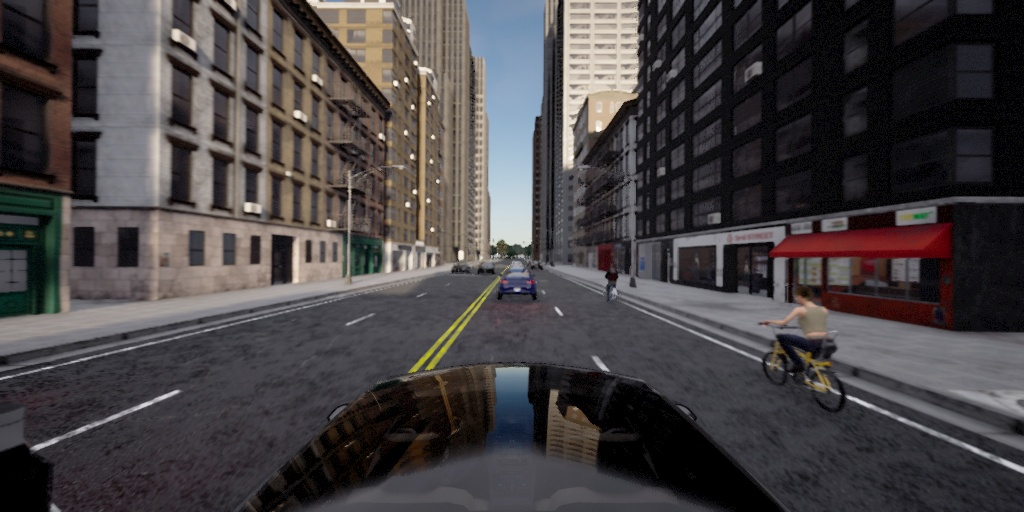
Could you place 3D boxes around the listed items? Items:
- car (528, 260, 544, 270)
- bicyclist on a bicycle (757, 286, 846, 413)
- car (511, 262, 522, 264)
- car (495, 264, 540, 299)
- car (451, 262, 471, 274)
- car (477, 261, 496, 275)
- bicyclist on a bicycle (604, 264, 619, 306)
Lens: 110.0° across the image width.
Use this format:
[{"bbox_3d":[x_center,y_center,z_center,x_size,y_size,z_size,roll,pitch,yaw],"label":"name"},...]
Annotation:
[{"bbox_3d":[3.981,1.535,58.909,1.812,1.442,4.674,0,-1,1],"label":"car"},{"bbox_3d":[4.142,1.234,5.183,0.866,1.612,1.509,0,0,1],"label":"bicyclist on a bicycle"},{"bbox_3d":[0.598,1.466,47.510,1.812,1.442,4.674,0,0,1],"label":"car"},{"bbox_3d":[0.269,1.350,18.449,1.812,1.442,4.674,0,0,1],"label":"car"},{"bbox_3d":[-6.132,1.436,43.439,1.994,1.385,4.181,0,0,1],"label":"car"},{"bbox_3d":[-2.907,1.368,41.529,1.882,1.535,5.008,0,0,1],"label":"car"},{"bbox_3d":[4.281,1.214,15.575,0.659,1.776,1.843,0,0,1],"label":"bicyclist on a bicycle"}]
